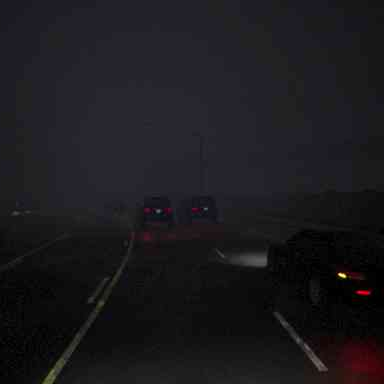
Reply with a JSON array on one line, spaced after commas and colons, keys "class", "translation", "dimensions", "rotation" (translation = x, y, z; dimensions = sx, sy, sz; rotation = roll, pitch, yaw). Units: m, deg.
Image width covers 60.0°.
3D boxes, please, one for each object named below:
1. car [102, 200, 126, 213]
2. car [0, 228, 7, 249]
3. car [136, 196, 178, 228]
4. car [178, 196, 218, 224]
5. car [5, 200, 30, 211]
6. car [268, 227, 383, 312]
[{"class": "car", "translation": [-9.640, 1.726, 40.668], "dimensions": [2.128, 1.511, 4.902], "rotation": [-1, 0, -30]}, {"class": "car", "translation": [-7.721, 1.644, 10.269], "dimensions": [2.033, 1.411, 5.357], "rotation": [0, 0, -6]}, {"class": "car", "translation": [-2.718, 1.328, 23.605], "dimensions": [2.150, 2.045, 5.566], "rotation": [0, 0, -13]}, {"class": "car", "translation": [0.279, 1.305, 25.962], "dimensions": [2.150, 2.045, 5.566], "rotation": [0, 0, -15]}, {"class": "car", "translation": [-25.843, 1.898, 49.116], "dimensions": [4.553, 1.767, 2.097], "rotation": [-1, 0, 41]}, {"class": "car", "translation": [3.163, 1.532, 7.651], "dimensions": [1.812, 1.442, 4.674], "rotation": [0, 0, -3]}]
